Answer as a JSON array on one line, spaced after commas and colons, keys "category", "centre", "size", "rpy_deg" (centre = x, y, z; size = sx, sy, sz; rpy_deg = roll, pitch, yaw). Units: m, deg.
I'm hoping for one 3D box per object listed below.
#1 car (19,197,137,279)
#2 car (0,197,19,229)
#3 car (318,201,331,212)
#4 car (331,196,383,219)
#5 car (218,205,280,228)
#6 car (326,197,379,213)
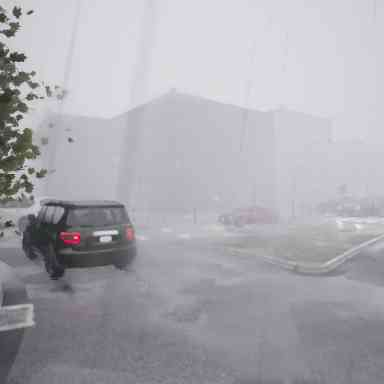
[{"category": "car", "centre": [-3.732, 1.267, 10.525], "size": [2.150, 2.045, 5.566], "rpy_deg": [0, 0, -36]}, {"category": "car", "centre": [-10.540, 1.303, 19.848], "size": [5.566, 2.045, 2.150], "rpy_deg": [0, 0, 12]}, {"category": "car", "centre": [16.027, 1.300, 35.971], "size": [2.185, 1.767, 4.553], "rpy_deg": [0, 0, -39]}, {"category": "car", "centre": [14.611, 1.317, 29.091], "size": [4.553, 1.767, 2.097], "rpy_deg": [-1, 0, -38]}, {"category": "car", "centre": [3.861, 1.607, 22.620], "size": [4.181, 1.385, 1.994], "rpy_deg": [0, 0, -24]}, {"category": "car", "centre": [18.147, 1.406, 37.744], "size": [2.097, 1.535, 5.008], "rpy_deg": [0, 0, -39]}]
